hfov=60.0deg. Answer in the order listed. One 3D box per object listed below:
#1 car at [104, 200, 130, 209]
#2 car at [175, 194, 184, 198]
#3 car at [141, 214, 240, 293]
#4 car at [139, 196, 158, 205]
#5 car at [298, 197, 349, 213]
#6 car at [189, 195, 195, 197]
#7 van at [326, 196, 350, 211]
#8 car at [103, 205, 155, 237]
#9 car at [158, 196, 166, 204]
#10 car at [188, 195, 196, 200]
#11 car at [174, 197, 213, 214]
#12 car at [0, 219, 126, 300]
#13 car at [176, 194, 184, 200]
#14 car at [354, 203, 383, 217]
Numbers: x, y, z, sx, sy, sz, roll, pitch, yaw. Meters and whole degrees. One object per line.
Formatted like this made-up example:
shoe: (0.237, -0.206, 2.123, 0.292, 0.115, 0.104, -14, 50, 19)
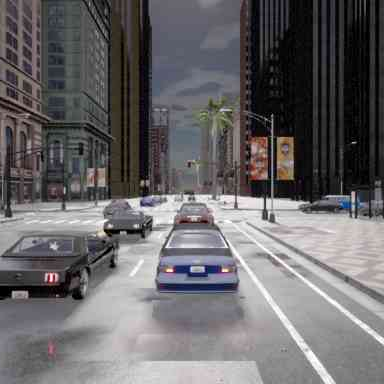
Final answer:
car: (-6.608, 1.505, 29.888, 1.837, 1.490, 4.892, 0, 0, 0)
car: (-3.271, 1.521, 80.402, 1.812, 1.442, 4.674, 0, 0, 0)
car: (0.100, 1.547, 8.963, 2.033, 1.411, 5.357, 0, 0, 0)
car: (-6.606, 1.479, 49.416, 1.882, 1.535, 5.008, 0, 0, 0)
car: (13.729, 1.509, 35.471, 4.674, 1.442, 1.812, 0, 0, 2)
car: (-0.021, 1.529, 81.255, 1.812, 1.442, 4.674, 0, 0, 0)
van: (17.057, 1.315, 38.137, 3.998, 1.788, 1.690, 0, 0, 0)
car: (-3.159, 1.601, 17.503, 1.895, 1.301, 4.718, 0, 0, 0)
car: (-6.575, 1.529, 62.410, 1.812, 1.442, 4.674, 0, 0, 1)
car: (-0.023, 1.546, 91.476, 2.033, 1.411, 5.357, 0, 0, 0)
car: (0.116, 1.352, 18.406, 2.097, 1.767, 4.553, 0, 0, 0)
car: (-3.151, 1.601, 8.335, 1.895, 1.301, 4.718, 0, 0, 0)
car: (-3.273, 1.316, 90.405, 1.882, 1.535, 5.008, 0, 0, 0)
car: (17.064, 1.549, 29.613, 4.403, 1.369, 2.008, 0, 0, 0)
